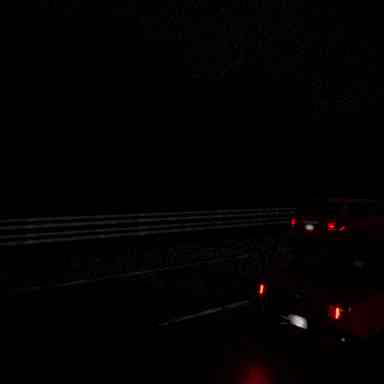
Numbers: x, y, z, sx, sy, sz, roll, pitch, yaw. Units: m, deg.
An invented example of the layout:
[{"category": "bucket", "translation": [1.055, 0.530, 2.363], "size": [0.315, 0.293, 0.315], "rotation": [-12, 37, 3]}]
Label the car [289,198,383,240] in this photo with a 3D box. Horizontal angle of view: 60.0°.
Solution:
[{"category": "car", "translation": [5.957, 1.232, 12.297], "size": [5.566, 2.045, 2.150], "rotation": [0, 0, -36]}]

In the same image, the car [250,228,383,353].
[{"category": "car", "translation": [3.369, 1.605, 6.149], "size": [4.718, 1.301, 1.895], "rotation": [0, 0, -35]}]
